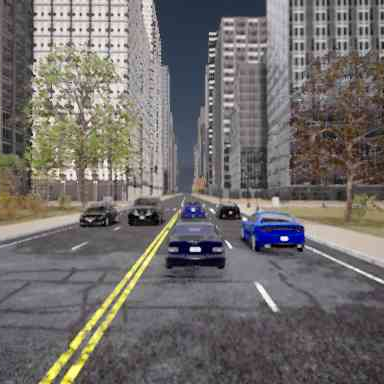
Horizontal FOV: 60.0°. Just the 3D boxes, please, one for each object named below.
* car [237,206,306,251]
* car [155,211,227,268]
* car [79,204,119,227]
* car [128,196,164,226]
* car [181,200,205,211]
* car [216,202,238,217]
[{"bbox_3d":[3.350,1.565,14.508,1.882,1.535,5.008,0,-1,0],"label":"car"},{"bbox_3d":[0.098,1.618,11.496,2.033,1.411,5.357,0,0,0],"label":"car"},{"bbox_3d":[-6.589,1.646,23.910,1.837,1.490,4.892,0,0,0],"label":"car"},{"bbox_3d":[-3.340,1.369,25.070,2.150,2.045,5.566,0,0,0],"label":"car"},{"bbox_3d":[0.103,1.524,29.608,2.097,1.767,4.553,0,0,0],"label":"car"},{"bbox_3d":[3.358,1.658,31.244,1.882,1.535,5.008,0,0,0],"label":"car"}]
